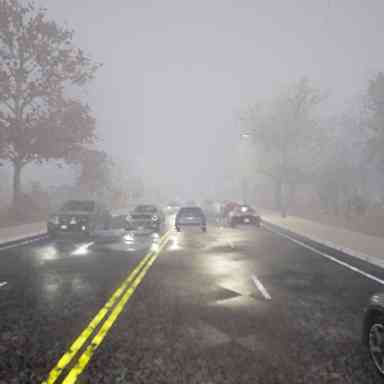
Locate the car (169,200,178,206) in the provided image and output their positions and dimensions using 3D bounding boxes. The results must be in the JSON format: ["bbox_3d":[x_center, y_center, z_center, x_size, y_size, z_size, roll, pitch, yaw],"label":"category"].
[{"bbox_3d":[-3.487,2.182,64.530,1.895,1.301,4.718,0,0,6],"label":"car"}]

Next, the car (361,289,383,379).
[{"bbox_3d":[3.256,1.459,2.560,2.033,1.649,4.856,0,-1,0],"label":"car"}]

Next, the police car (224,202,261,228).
[{"bbox_3d":[3.715,1.744,24.401,2.038,1.542,4.974,0,-1,2],"label":"police car"}]

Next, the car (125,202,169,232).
[{"bbox_3d":[-2.956,1.569,21.811,2.097,1.767,4.553,0,-1,2],"label":"car"}]

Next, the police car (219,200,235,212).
[{"bbox_3d":[4.850,1.932,46.220,2.038,1.542,4.974,0,-1,4],"label":"police car"}]

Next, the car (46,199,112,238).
[{"bbox_3d":[-6.300,1.415,19.315,2.150,2.045,5.566,0,-1,2],"label":"car"}]

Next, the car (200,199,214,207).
[{"bbox_3d":[3.256,2.063,65.637,1.882,1.535,5.008,0,-1,6],"label":"car"}]

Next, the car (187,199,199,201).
[{"bbox_3d":[-0.215,2.141,64.655,1.994,1.385,4.181,0,0,6],"label":"car"}]

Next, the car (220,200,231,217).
[{"bbox_3d":[4.198,1.813,35.314,1.882,1.535,5.008,0,0,3],"label":"car"}]

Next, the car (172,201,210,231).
[{"bbox_3d":[0.015,1.651,22.330,2.033,1.649,4.856,0,0,2],"label":"car"}]
